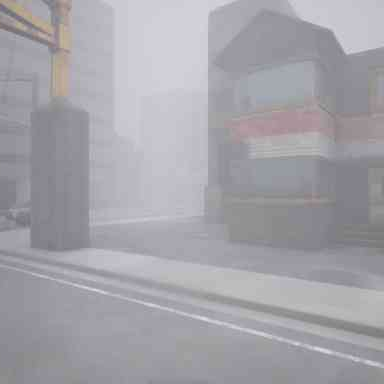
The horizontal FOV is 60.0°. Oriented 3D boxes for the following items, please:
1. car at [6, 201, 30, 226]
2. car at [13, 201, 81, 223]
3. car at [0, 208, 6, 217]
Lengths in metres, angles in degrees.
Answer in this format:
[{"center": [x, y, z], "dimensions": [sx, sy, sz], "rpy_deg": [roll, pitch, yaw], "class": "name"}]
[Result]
[{"center": [-9.742, 1.453, 22.753], "dimensions": [2.038, 1.542, 4.974], "rpy_deg": [0, 0, 15], "class": "car"}, {"center": [-9.728, 1.295, 22.803], "dimensions": [1.853, 1.218, 4.536], "rpy_deg": [0, 0, 15], "class": "car"}, {"center": [-12.899, 1.295, 25.453], "dimensions": [4.536, 1.218, 1.853], "rpy_deg": [0, 0, -30], "class": "car"}]
